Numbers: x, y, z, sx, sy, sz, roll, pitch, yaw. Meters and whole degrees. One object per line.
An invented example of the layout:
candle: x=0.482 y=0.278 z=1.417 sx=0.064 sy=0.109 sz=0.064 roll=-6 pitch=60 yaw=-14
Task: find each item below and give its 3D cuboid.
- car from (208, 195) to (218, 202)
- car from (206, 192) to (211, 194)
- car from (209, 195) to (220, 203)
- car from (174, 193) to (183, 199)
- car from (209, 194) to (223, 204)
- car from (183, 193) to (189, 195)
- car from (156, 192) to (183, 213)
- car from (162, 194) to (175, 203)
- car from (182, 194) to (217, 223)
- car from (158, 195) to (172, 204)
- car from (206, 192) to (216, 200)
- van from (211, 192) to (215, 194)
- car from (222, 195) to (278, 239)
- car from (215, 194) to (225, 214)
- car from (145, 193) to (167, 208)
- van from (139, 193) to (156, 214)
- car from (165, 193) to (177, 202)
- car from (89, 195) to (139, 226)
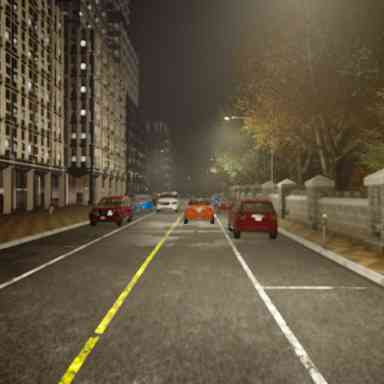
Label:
car: x=4.219 y=1.233 z=66.031 sx=1.802 sy=1.307 sz=4.206 roll=1 pitch=0 yaw=1
car: x=0.969 y=1.150 z=41.080 sx=2.097 sy=1.767 sz=4.553 roll=0 pitch=0 yaw=2
car: x=4.077 y=1.251 z=60.556 sx=1.947 sy=1.339 sz=4.313 roll=1 pitch=0 yaw=1
car: x=-3.586 y=1.056 z=88.161 sx=2.008 sy=1.369 sz=4.403 roll=1 pitch=0 yaw=1
car: x=3.935 y=1.158 z=55.077 sx=1.967 sy=1.590 sz=4.097 roll=1 pitch=0 yaw=1
car: x=-1.234 y=1.051 z=75.525 sx=2.128 sy=1.511 sz=4.902 roll=0 pitch=0 yaw=1
car: x=-2.393 y=1.055 z=34.829 sx=2.150 sy=2.045 sz=5.566 roll=0 pitch=0 yaw=2
car: x=-4.299 y=1.125 z=60.799 sx=1.967 sy=1.590 sz=4.097 roll=1 pitch=0 yaw=1
car: x=0.541 y=1.240 z=24.483 sx=2.097 sy=1.767 sz=4.553 roll=0 pitch=0 yaw=1
car: x=-4.443 y=1.269 z=55.326 sx=2.008 sy=1.369 sz=4.403 roll=1 pitch=0 yaw=1
car: x=4.651 y=0.857 z=82.460 sx=2.192 sy=1.841 sz=5.009 roll=1 pitch=0 yaw=1
van: x=3.650 y=1.123 z=44.123 sx=1.690 sy=1.788 sz=3.998 roll=1 pitch=0 yaw=1
car: x=2.935 y=1.240 z=16.740 sx=2.192 sy=1.841 sz=5.009 roll=1 pitch=0 yaw=1
car: x=3.363 y=1.281 z=33.170 sx=1.967 sy=1.590 sz=4.097 roll=1 pitch=0 yaw=1
car: x=-4.726 y=1.097 z=44.380 sx=2.192 sy=1.841 sz=5.009 roll=1 pitch=0 yaw=1
van: x=-5.013 y=1.182 z=33.436 sx=1.690 sy=1.788 sz=3.998 roll=1 pitch=0 yaw=1
car: x=-4.156 y=1.091 z=66.271 sx=1.967 sy=1.590 sz=4.097 roll=1 pitch=0 yaw=1
car: x=-5.299 y=1.213 z=22.491 sx=2.192 sy=1.841 sz=5.009 roll=1 pitch=0 yaw=1
